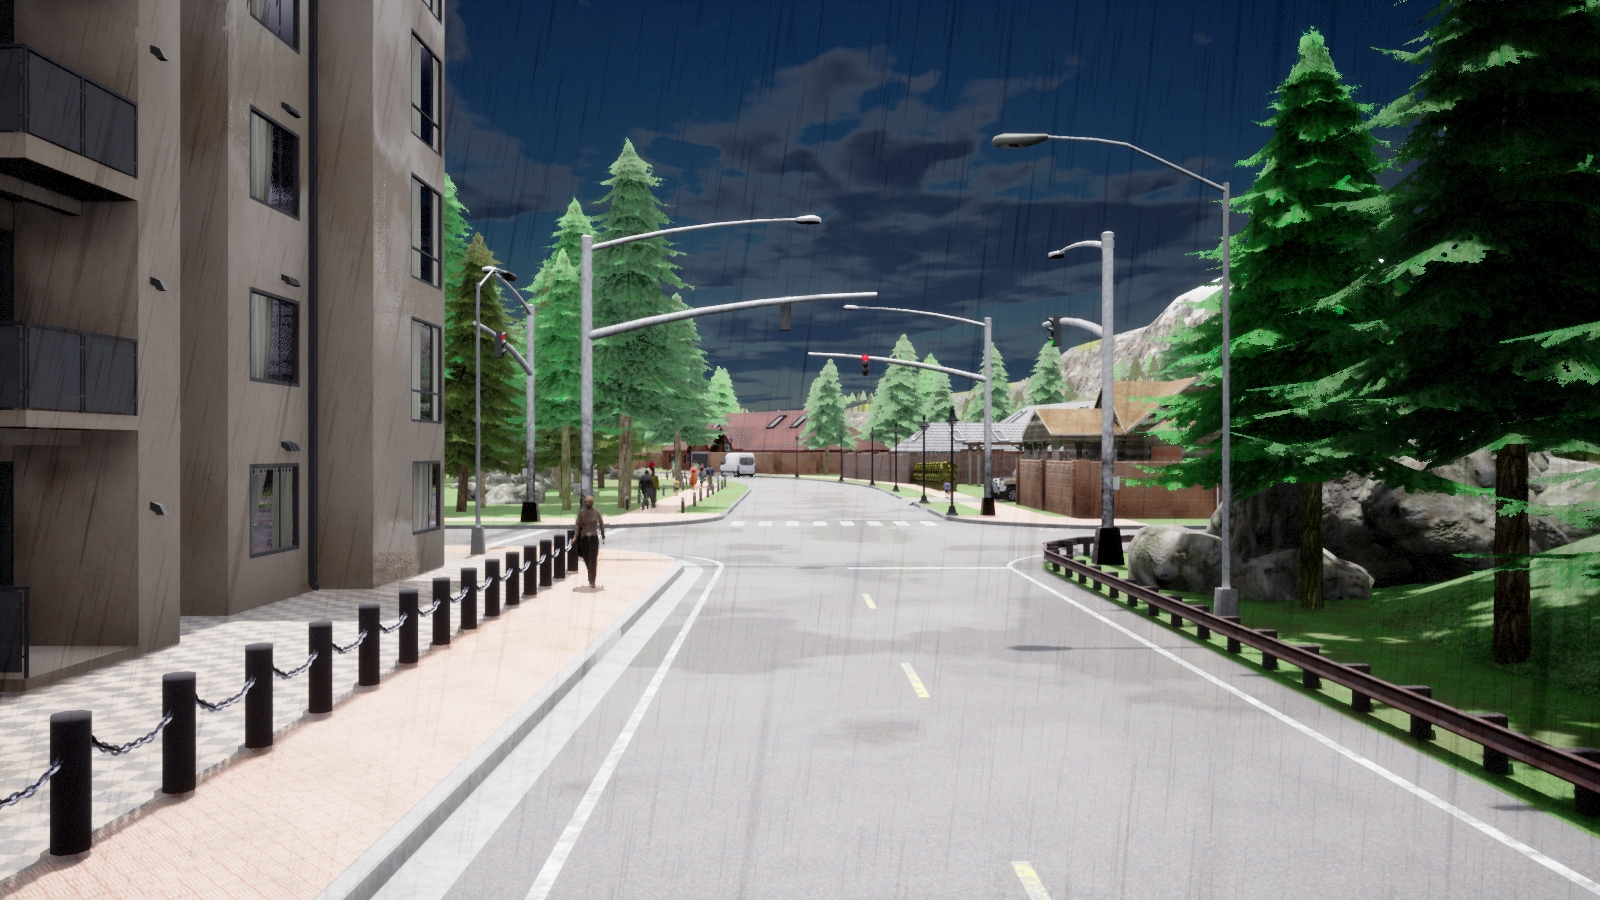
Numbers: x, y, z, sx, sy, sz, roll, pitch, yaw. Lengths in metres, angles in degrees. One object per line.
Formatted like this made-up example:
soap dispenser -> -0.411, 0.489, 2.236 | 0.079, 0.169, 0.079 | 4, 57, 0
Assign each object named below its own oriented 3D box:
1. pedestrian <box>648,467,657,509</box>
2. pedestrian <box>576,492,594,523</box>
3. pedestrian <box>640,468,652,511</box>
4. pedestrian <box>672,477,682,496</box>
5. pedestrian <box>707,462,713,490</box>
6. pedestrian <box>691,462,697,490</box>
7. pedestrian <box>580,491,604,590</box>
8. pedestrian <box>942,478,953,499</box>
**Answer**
pedestrian -> -6.572, 1.694, 50.982 | 0.375, 1.860, 0.375 | 0, 0, -2
pedestrian -> -7.861, 2.083, 41.764 | 0.500, 1.100, 0.500 | 0, 0, 11
pedestrian -> -6.682, 1.695, 49.571 | 0.375, 1.860, 0.375 | 0, 0, 13
pedestrian -> -7.079, 2.083, 65.795 | 0.500, 1.100, 0.500 | 0, 0, 4
pedestrian -> -5.886, 1.709, 74.697 | 0.375, 1.860, 0.375 | 0, 0, 4
pedestrian -> -6.954, 1.709, 74.716 | 0.375, 1.860, 0.375 | 0, 0, -1
pedestrian -> -3.943, 1.709, 21.663 | 0.375, 1.860, 0.375 | 0, 0, -1
pedestrian -> 7.919, 2.086, 61.465 | 0.500, 1.100, 0.500 | 0, 0, -3
